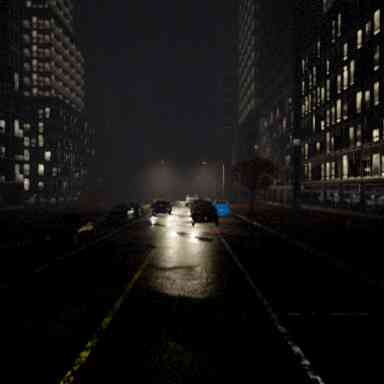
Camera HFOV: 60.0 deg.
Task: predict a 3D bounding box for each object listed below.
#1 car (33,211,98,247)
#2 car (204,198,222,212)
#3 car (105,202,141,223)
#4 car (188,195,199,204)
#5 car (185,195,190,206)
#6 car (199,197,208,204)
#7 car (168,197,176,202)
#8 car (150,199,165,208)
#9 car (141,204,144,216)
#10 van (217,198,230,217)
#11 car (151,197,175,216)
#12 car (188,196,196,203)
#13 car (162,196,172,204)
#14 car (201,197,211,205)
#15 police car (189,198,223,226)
[{"bbox_3d":[-5.697,1.612,15.403,1.887,1.381,4.507,-1,0,0],"label":"car"},{"bbox_3d":[2.691,1.641,43.526,1.967,1.590,4.097,-1,0,0],"label":"car"},{"bbox_3d":[-5.693,1.669,26.654,2.008,1.369,4.403,-1,0,0],"label":"car"},{"bbox_3d":[0.901,1.507,34.375,2.097,1.767,4.553,0,0,0],"label":"car"},{"bbox_3d":[0.022,1.505,59.648,2.150,2.045,5.566,0,0,0],"label":"car"},{"bbox_3d":[2.707,1.945,77.274,1.947,1.339,4.313,-1,0,0],"label":"car"},{"bbox_3d":[-5.667,2.020,94.152,1.887,1.381,4.507,-1,0,0],"label":"car"},{"bbox_3d":[-5.682,1.809,54.778,2.008,1.369,4.403,-1,0,0],"label":"car"},{"bbox_3d":[-5.691,1.696,32.278,2.008,1.369,4.403,-1,0,0],"label":"car"},{"bbox_3d":[2.685,1.486,32.277,1.690,1.788,3.998,-1,0,0],"label":"van"},{"bbox_3d":[-3.082,1.636,34.975,1.882,1.535,5.008,0,0,0],"label":"car"},{"bbox_3d":[0.028,1.699,74.438,1.882,1.535,5.008,0,0,0],"label":"car"},{"bbox_3d":[-5.676,1.819,77.278,1.967,1.590,4.097,-1,0,0],"label":"car"},{"bbox_3d":[2.702,1.844,66.196,1.752,1.417,4.829,-1,0,0],"label":"car"},{"bbox_3d":[0.908,1.534,24.512,1.930,1.638,5.238,0,0,0],"label":"police car"}]
